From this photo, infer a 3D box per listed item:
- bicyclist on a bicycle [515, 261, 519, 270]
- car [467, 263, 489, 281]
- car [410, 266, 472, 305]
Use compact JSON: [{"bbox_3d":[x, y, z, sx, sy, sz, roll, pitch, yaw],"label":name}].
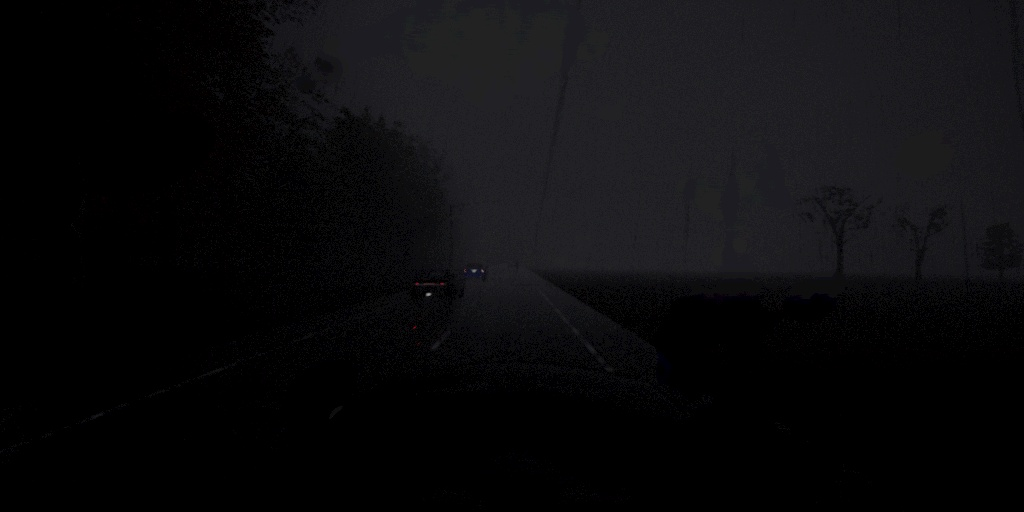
[{"bbox_3d":[0.975,1.772,62.080,0.582,1.620,1.656,0,-1,0],"label":"bicyclist on a bicycle"},{"bbox_3d":[-3.395,1.408,34.197,2.097,1.767,4.553,0,-1,0],"label":"car"},{"bbox_3d":[-3.397,1.385,16.998,2.128,1.511,4.902,0,-1,0],"label":"car"}]
